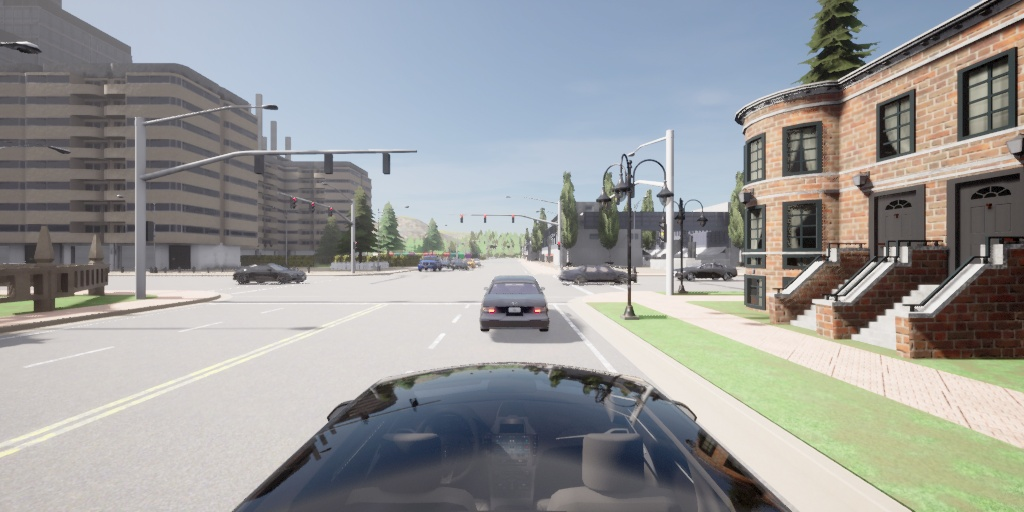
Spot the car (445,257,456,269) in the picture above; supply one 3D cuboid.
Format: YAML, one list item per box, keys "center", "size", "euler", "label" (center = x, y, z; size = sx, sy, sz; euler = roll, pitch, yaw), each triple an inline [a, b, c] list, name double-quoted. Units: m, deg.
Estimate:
- center: [-10.651, 1.297, 57.447]
  size: [2.033, 1.411, 5.357]
  euler: [0, 0, 0]
  label: "car"

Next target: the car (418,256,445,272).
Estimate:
- center: [-10.640, 0.971, 46.874]
  size: [2.150, 2.045, 5.566]
  euler: [0, 0, 0]
  label: "car"

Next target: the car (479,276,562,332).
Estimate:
- center: [0.072, 1.297, 10.846]
  size: [2.033, 1.411, 5.357]
  euler: [0, 0, 0]
  label: "car"

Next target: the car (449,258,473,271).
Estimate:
- center: [-7.135, 1.314, 50.272]
  size: [1.994, 1.385, 4.181]
  euler: [0, 0, 0]
  label: "car"

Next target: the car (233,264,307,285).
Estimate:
- center: [-17.111, 1.276, 25.396]
  size: [4.674, 1.442, 1.812]
  euler: [0, 0, 0]
  label: "car"

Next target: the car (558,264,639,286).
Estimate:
- center: [5.908, 1.297, 24.975]
  size: [5.357, 1.411, 2.033]
  euler: [0, 0, 0]
  label: "car"

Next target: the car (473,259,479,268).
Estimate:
- center: [-7.139, 1.227, 59.361]
  size: [1.882, 1.535, 5.008]
  euler: [0, 0, 0]
  label: "car"

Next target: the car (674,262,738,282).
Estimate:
- center: [15.424, 1.241, 28.809]
  size: [4.902, 1.511, 2.128]
  euler: [0, 0, -1]
  label: "car"
